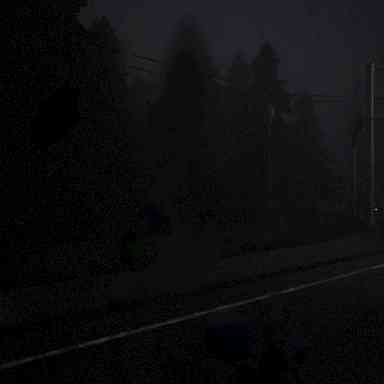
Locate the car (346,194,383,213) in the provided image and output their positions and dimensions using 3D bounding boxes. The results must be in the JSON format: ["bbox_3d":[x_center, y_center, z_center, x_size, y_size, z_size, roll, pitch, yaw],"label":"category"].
[{"bbox_3d":[18.050,1.221,34.025,2.150,2.045,5.566,0,0,-6],"label":"car"}]

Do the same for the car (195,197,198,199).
[{"bbox_3d":[0.393,1.505,64.919,4.892,1.490,1.837,0,0,29],"label":"car"}]
